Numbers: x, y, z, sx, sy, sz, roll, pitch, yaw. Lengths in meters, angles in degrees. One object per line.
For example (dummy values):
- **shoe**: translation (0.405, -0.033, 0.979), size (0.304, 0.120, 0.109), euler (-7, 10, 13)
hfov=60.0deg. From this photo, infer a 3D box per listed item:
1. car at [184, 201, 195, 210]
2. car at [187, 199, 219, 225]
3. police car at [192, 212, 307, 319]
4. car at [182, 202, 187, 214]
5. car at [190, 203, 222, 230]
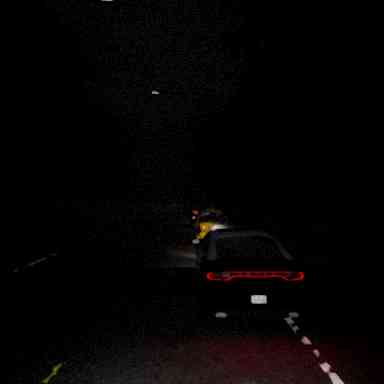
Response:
- **car**: translation (-0.527, 2.403, 58.657), size (1.812, 1.442, 4.674), euler (0, -1, -1)
- **car**: translation (0.946, 1.493, 23.762), size (2.150, 2.045, 5.566), euler (-1, -1, 0)
- **police car**: translation (1.047, 1.506, 7.814), size (1.930, 1.638, 5.238), euler (0, -1, 0)
- **car**: translation (-0.269, 2.114, 44.578), size (2.128, 1.511, 4.902), euler (0, -1, 0)
- **car**: translation (0.994, 1.650, 17.907), size (1.801, 1.575, 5.366), euler (-1, 0, 0)
